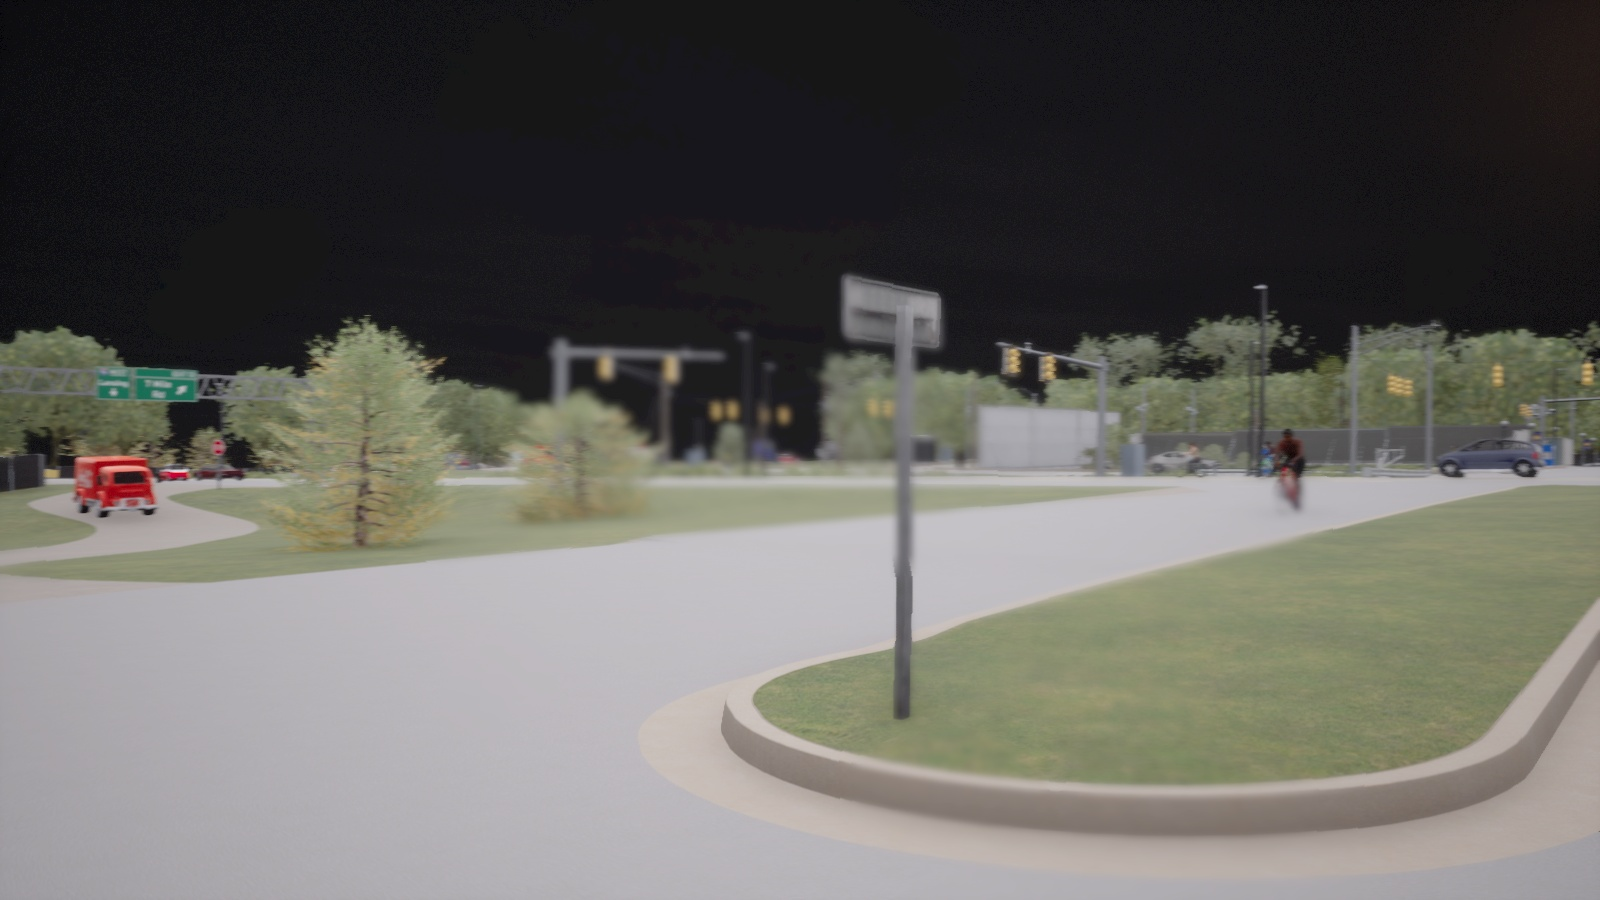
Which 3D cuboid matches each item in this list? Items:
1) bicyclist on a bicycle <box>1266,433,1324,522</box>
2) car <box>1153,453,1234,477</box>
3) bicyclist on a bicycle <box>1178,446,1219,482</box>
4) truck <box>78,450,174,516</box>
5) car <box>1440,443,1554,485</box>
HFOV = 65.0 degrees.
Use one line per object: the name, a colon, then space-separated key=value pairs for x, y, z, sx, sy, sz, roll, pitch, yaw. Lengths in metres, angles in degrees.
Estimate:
bicyclist on a bicycle: x=9.402 y=0.492 z=23.824 sx=0.582 sy=1.620 sz=1.656 roll=1 pitch=1 yaw=38
car: x=27.693 y=1.043 z=88.472 sx=5.027 sy=1.651 sz=2.152 roll=0 pitch=0 yaw=38
bicyclist on a bicycle: x=18.004 y=0.637 z=56.730 sx=1.509 sy=1.612 sz=0.866 roll=-1 pitch=0 yaw=38
truck: x=-29.791 y=1.369 z=55.416 sx=2.627 sy=2.467 sz=5.204 roll=-2 pitch=4 yaw=-41
car: x=27.468 y=0.568 z=49.533 sx=3.705 sy=1.549 sz=1.789 roll=-1 pitch=-3 yaw=37
